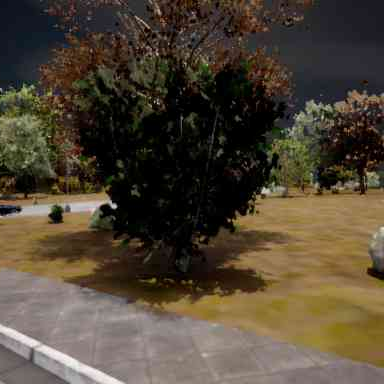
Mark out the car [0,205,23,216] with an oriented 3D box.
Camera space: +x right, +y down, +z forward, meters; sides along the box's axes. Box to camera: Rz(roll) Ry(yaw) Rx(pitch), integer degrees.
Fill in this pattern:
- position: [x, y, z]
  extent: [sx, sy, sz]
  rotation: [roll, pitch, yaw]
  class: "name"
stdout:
- position: [-18.382, 1.575, 30.780]
  extent: [1.895, 1.301, 4.718]
  rotation: [0, 1, 39]
  class: "car"
